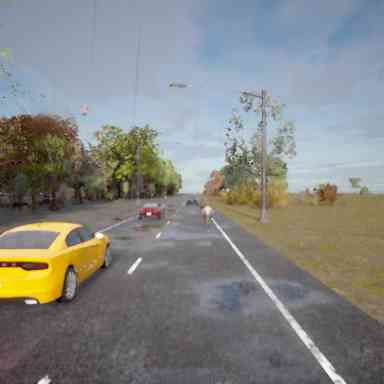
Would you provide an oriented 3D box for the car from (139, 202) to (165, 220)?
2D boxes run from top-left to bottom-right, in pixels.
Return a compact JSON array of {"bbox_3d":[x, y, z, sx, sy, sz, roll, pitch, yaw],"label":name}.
[{"bbox_3d":[-3.411,1.575,28.674,1.812,1.442,4.674,0,0,0],"label":"car"}]

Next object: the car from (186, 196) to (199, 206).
[{"bbox_3d":[0.069,1.451,56.533,2.097,1.767,4.553,0,0,0],"label":"car"}]

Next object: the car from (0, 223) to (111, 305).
[{"bbox_3d":[-3.405,1.492,8.212,1.882,1.535,5.008,0,0,0],"label":"car"}]

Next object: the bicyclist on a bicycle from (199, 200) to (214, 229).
[{"bbox_3d":[0.964,1.473,20.518,0.866,1.612,1.509,0,-1,0],"label":"bicyclist on a bicycle"}]

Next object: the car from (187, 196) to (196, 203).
[{"bbox_3d":[-0.024,1.684,74.292,1.994,1.385,4.181,0,0,0],"label":"car"}]
